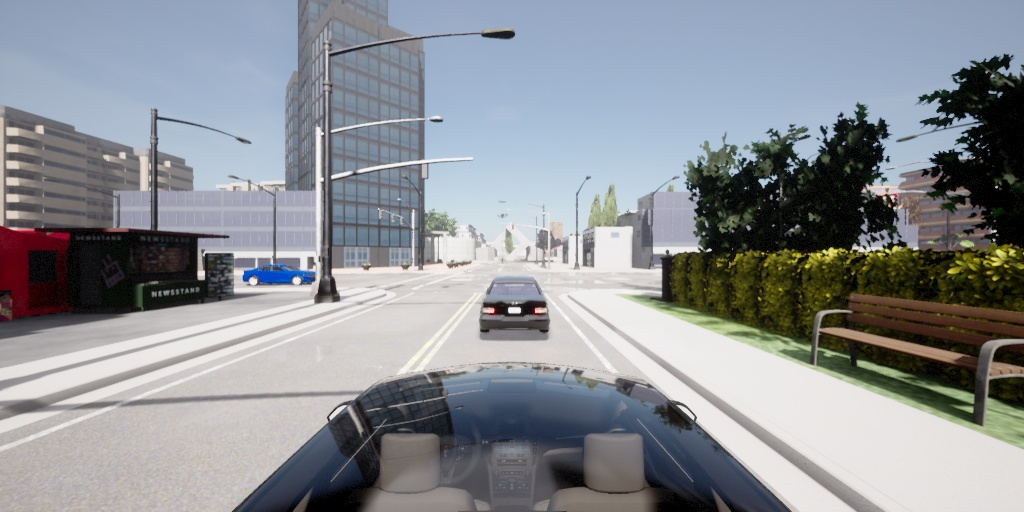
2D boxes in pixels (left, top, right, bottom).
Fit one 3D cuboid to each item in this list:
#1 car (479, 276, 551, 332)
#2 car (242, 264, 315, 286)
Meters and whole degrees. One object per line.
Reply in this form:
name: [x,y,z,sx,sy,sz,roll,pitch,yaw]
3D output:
car: [0.070,1.297,10.756,2.033,1.411,5.357,0,0,0]
car: [-16.776,1.334,26.166,5.008,1.535,1.882,-1,0,0]
